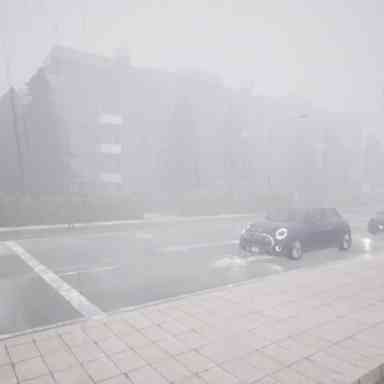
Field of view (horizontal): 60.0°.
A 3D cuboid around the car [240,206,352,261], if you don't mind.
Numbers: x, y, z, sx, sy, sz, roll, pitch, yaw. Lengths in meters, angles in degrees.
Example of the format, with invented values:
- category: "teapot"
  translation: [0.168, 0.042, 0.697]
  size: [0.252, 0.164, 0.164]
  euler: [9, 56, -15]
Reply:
- category: "car"
  translation: [3.919, 1.338, 12.405]
  size: [4.553, 1.767, 2.097]
  euler: [0, 0, -36]

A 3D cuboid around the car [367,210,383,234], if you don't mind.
- category: "car"
  translation: [11.233, 1.479, 17.711]
  size: [4.892, 1.490, 1.837]
  euler: [0, 0, -36]
